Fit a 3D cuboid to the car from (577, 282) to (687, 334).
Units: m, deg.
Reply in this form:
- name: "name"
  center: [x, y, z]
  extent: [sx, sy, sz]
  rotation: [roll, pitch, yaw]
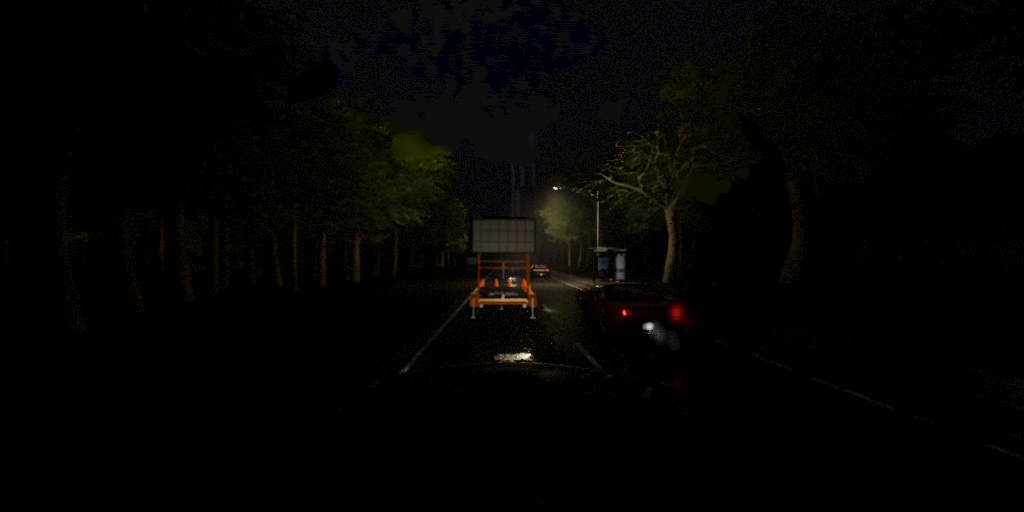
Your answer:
- name: "car"
  center: [3.331, 1.454, 11.063]
  extent: [1.895, 1.301, 4.718]
  rotation: [0, -1, -1]

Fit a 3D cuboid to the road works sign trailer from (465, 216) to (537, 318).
- name: "road works sign trailer"
  center: [-0.332, 0.320, 13.424]
  extent: [2.380, 3.560, 2.880]
  rotation: [0, 0, -1]

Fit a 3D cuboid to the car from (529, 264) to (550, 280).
- name: "car"
  center: [2.717, 1.587, 36.207]
  extent: [2.128, 1.511, 4.902]
  rotation: [0, -1, -1]
